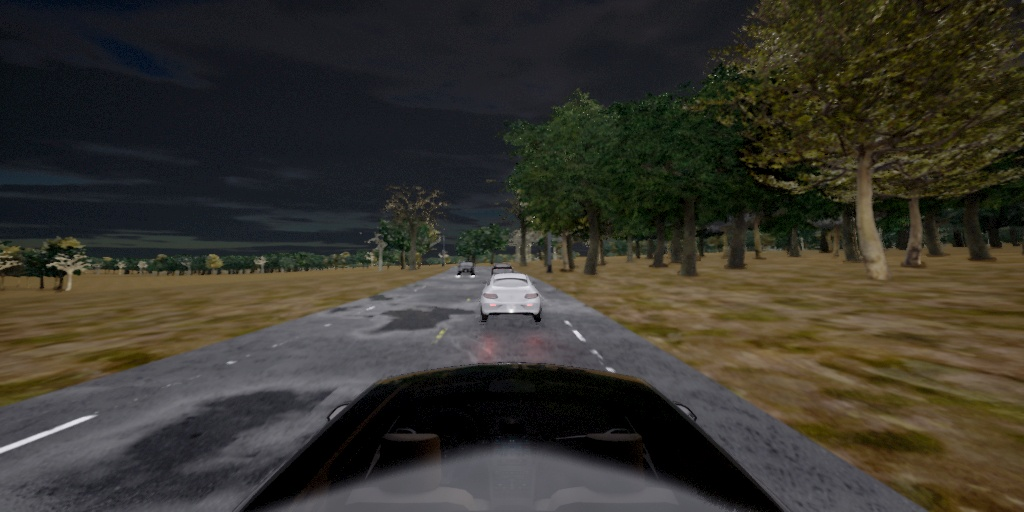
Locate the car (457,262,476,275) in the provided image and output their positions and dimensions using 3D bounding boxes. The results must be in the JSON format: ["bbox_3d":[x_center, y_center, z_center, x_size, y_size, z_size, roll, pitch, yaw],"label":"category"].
[{"bbox_3d":[-5.144,1.388,40.734,1.837,1.490,4.892,0,-1,-5],"label":"car"}]

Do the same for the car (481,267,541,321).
[{"bbox_3d":[-0.077,1.287,12.354,1.812,1.442,4.674,0,0,-1],"label":"car"}]

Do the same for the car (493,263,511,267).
[{"bbox_3d":[-0.860,1.314,30.959,2.128,1.511,4.902,0,0,-3],"label":"car"}]
